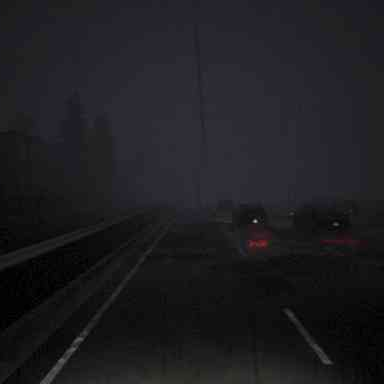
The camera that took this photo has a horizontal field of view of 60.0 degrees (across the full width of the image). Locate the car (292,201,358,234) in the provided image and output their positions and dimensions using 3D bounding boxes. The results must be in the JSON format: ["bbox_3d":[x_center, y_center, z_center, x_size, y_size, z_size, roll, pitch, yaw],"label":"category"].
[{"bbox_3d":[7.295,1.476,19.252,1.882,1.535,5.008,0,0,1],"label":"car"}]

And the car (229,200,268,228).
[{"bbox_3d":[3.827,1.497,22.329,1.837,1.490,4.892,0,0,1],"label":"car"}]

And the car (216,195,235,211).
[{"bbox_3d":[4.020,1.459,40.463,1.882,1.535,5.008,0,0,1],"label":"car"}]

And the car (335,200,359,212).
[{"bbox_3d":[14.437,1.492,32.587,2.128,1.511,4.902,0,0,1],"label":"car"}]
